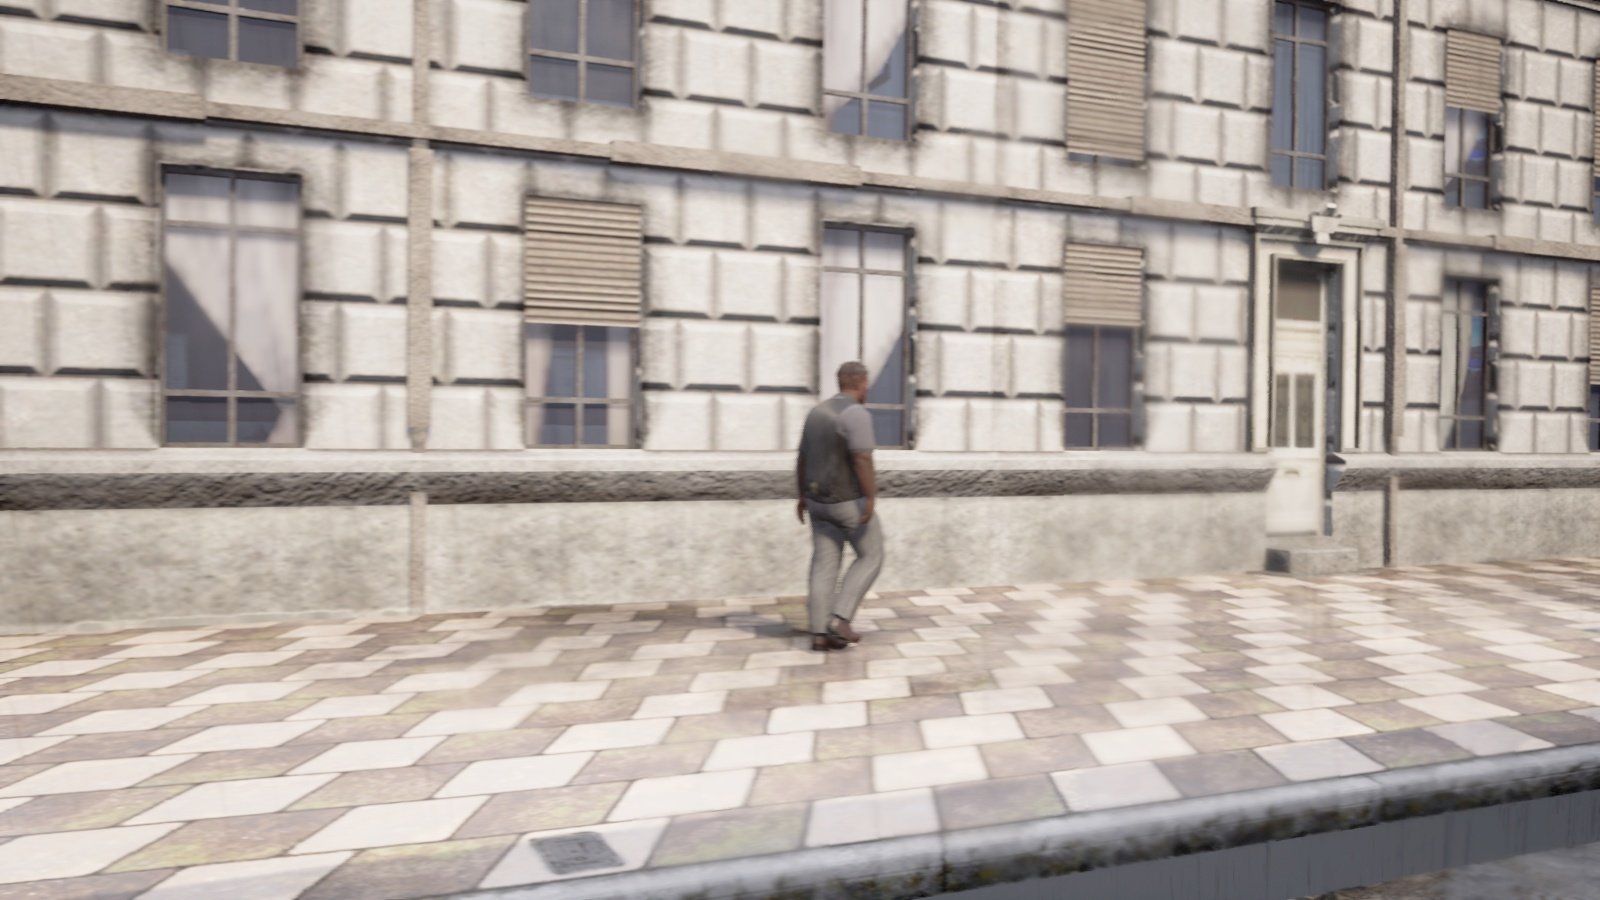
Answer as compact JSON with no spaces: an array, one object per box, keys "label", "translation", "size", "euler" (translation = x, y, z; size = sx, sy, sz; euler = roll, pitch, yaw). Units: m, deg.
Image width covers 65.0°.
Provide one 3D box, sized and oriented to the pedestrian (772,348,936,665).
[{"label":"pedestrian","translation":[0.345,0.329,7.948],"size":[0.849,1.883,0.563],"euler":[-1,1,-36]}]
